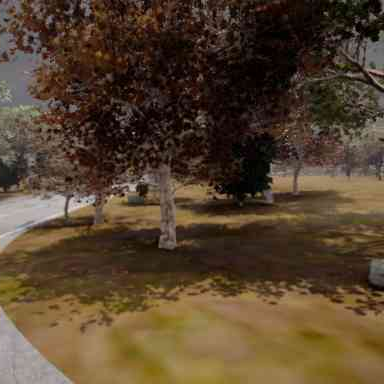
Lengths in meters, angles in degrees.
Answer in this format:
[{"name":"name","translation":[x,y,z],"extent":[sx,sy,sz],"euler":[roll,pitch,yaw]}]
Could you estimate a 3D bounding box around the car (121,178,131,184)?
[{"name":"car","translation":[-13.324,-2.340,66.901],"extent":[1.882,1.535,5.008],"euler":[0,4,3]}]
